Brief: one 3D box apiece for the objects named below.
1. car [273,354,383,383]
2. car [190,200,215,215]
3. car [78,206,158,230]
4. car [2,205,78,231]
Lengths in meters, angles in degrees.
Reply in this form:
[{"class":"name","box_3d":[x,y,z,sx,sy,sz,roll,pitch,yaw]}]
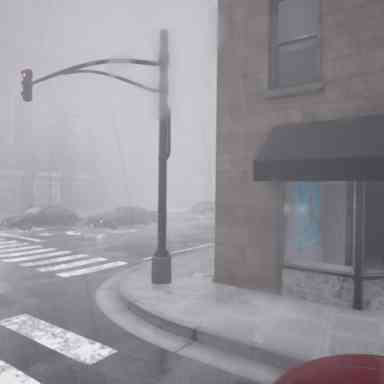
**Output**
[{"class":"car","box_3d":[2.382,1.545,1.254,4.507,1.381,1.887,0,1,35]},{"class":"car","box_3d":[1.744,1.701,36.648,1.837,1.490,4.892,1,0,36]},{"class":"car","box_3d":[-4.516,1.660,22.267,2.033,1.411,5.357,1,0,35]},{"class":"car","box_3d":[-9.393,1.558,21.023,1.812,1.442,4.674,1,0,35]}]
